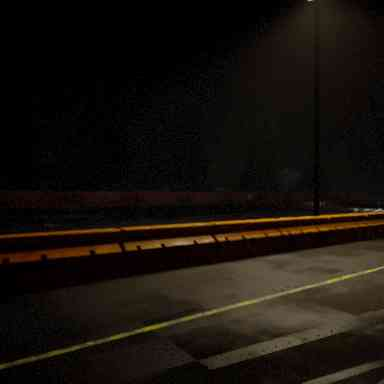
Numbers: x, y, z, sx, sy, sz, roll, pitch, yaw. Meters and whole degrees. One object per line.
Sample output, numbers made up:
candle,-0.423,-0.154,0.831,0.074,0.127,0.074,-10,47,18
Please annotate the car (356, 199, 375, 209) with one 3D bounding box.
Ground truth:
car,27.529,1.802,52.583,1.882,1.535,5.008,0,0,44

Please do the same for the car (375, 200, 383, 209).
car,29.567,1.676,49.676,2.097,1.767,4.553,0,0,45
